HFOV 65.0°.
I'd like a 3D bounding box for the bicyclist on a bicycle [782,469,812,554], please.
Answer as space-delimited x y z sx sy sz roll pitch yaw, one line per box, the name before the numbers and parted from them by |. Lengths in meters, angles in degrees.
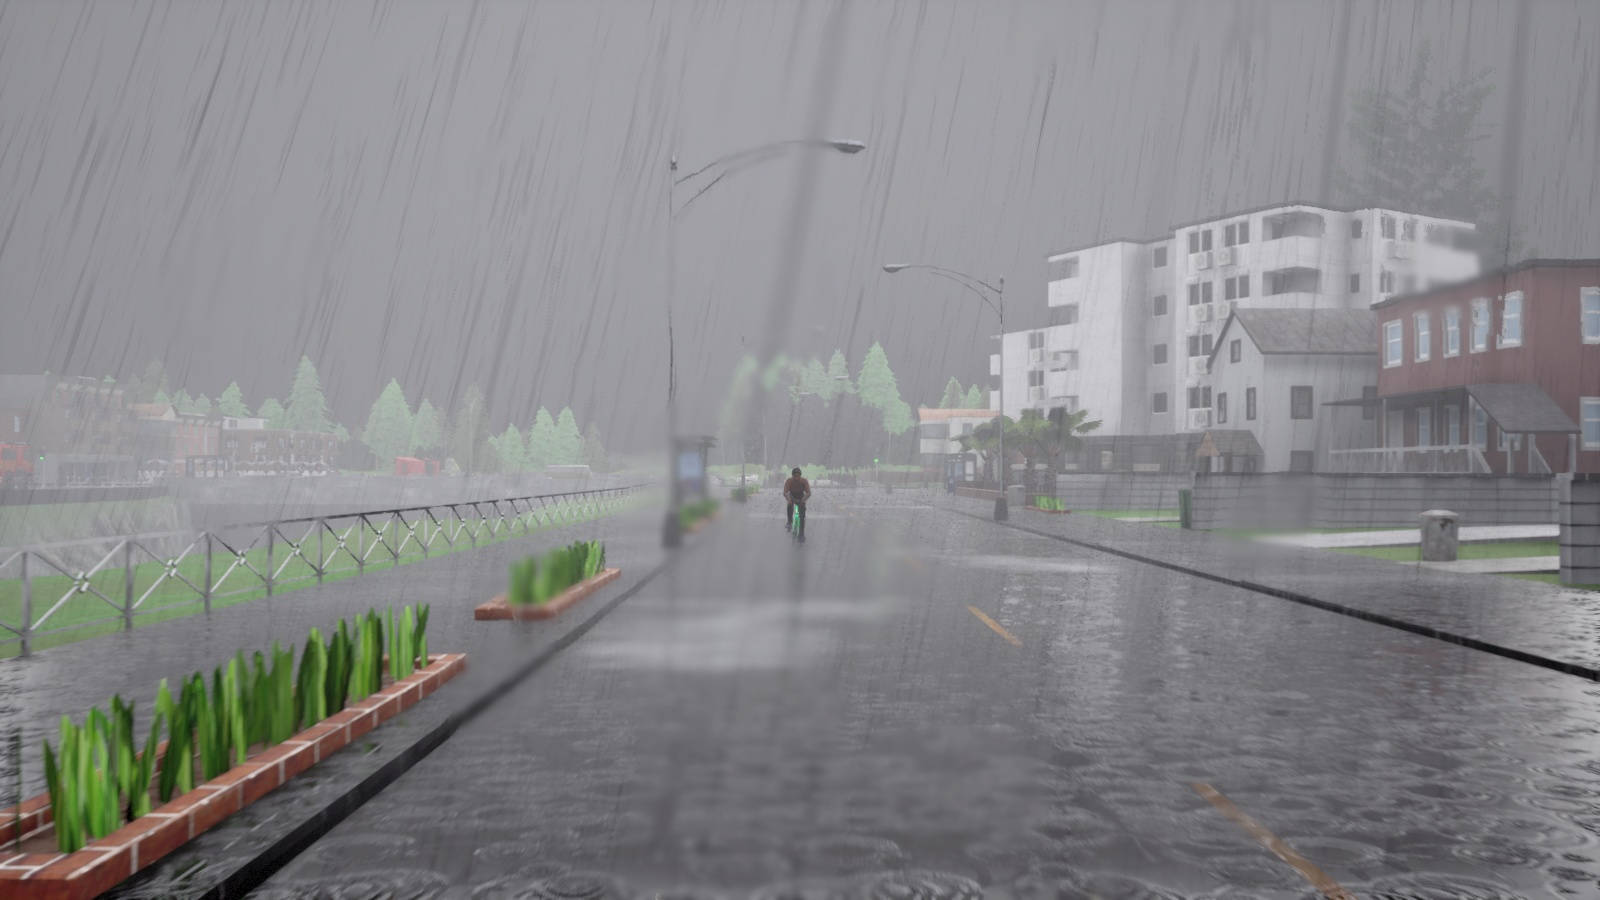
bicyclist on a bicycle | -0.058 1.184 24.859 0.582 1.620 1.656 0 -1 0
